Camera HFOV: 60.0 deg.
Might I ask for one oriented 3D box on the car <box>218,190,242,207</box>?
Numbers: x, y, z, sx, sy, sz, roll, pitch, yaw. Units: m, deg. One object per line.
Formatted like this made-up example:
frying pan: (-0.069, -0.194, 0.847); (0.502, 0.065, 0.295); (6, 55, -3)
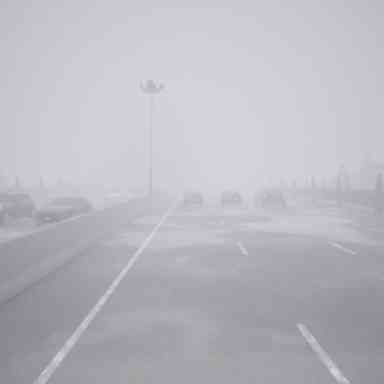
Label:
car: (3.602, 0.535, 31.815); (2.128, 1.511, 4.902); (0, 2, 0)

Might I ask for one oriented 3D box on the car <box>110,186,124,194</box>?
car: (-14.005, -0.401, 62.284); (2.128, 1.511, 4.902); (0, 1, 1)

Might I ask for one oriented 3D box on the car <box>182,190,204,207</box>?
car: (0.102, 0.536, 31.802); (2.128, 1.511, 4.902); (0, 2, 0)

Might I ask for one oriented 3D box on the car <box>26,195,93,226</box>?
car: (-7.095, 0.951, 18.839); (1.882, 1.535, 5.008); (0, 2, 0)

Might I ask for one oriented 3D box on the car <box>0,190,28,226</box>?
car: (-10.594, 0.831, 18.682); (2.097, 1.767, 4.553); (0, 2, 0)

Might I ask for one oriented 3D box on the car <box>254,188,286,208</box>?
car: (7.100, 0.434, 30.641); (2.097, 1.767, 4.553); (0, 2, 0)

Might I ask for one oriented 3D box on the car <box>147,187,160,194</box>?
car: (-7.011, -0.327, 61.459); (1.994, 1.385, 4.181); (0, 1, 1)

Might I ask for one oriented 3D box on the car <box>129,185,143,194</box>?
car: (-10.508, -0.549, 62.342); (2.097, 1.767, 4.553); (0, 1, 1)
